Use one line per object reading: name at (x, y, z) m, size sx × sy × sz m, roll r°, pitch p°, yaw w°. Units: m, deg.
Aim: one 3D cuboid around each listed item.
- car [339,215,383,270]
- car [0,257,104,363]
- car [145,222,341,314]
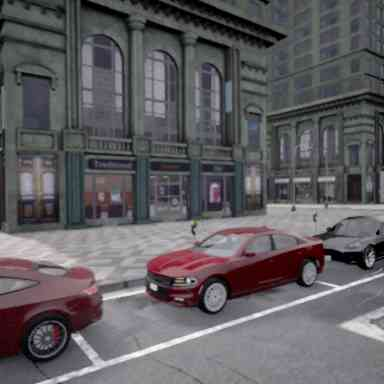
car at (5.530, 1.442, 10.595) m, size 4.313 × 1.339 × 1.947 m, roll -1°, pitch 0°, yaw -35°
car at (-3.284, 1.585, 4.308) m, size 4.206 × 1.307 × 1.802 m, roll -1°, pitch 0°, yaw -35°
car at (1.123, 1.484, 7.452) m, size 4.507 × 1.381 × 1.887 m, roll -1°, pitch 0°, yaw -35°
